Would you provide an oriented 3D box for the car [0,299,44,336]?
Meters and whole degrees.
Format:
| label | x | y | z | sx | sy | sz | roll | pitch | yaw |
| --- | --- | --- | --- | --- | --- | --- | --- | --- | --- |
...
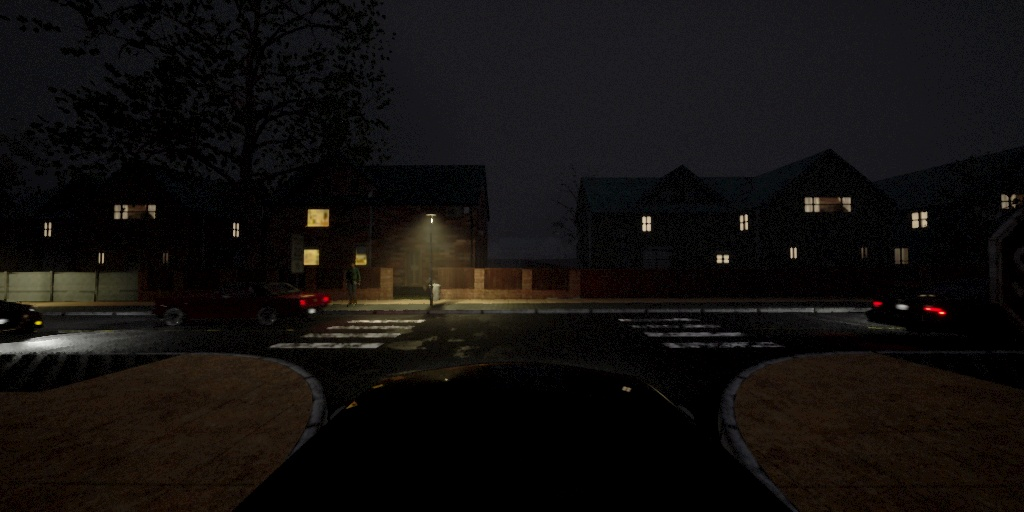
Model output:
| label | x | y | z | sx | sy | sz | roll | pitch | yaw |
| --- | --- | --- | --- | --- | --- | --- | --- | --- | --- |
| car | -14.644 | 1.469 | 8.932 | 4.181 | 1.385 | 1.994 | -1 | -1 | 2 |

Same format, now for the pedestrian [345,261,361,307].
| label | x | y | z | sx | sy | sz | roll | pitch | yaw |
| --- | --- | --- | --- | --- | --- | --- | --- | --- | --- |
| pedestrian | -6.494 | 1.112 | 14.575 | 0.375 | 1.860 | 0.375 | 0 | -1 | 2 |

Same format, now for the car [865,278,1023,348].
| label | x | y | z | sx | sy | sz | roll | pitch | yaw |
| --- | --- | --- | --- | --- | --- | --- | --- | --- | --- |
| car | 11.490 | 1.205 | 8.196 | 5.357 | 1.411 | 2.033 | 0 | -1 | 2 |

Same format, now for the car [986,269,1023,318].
| label | x | y | z | sx | sy | sz | roll | pitch | yaw |
| --- | --- | --- | --- | --- | --- | --- | --- | --- | --- |
| car | 18.441 | 1.167 | 10.955 | 4.902 | 1.511 | 2.128 | 0 | -1 | 2 |

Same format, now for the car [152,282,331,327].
| label | x | y | z | sx | sy | sz | roll | pitch | yaw |
| --- | --- | --- | --- | --- | --- | --- | --- | --- | --- |
| car | -8.696 | 1.519 | 11.715 | 4.718 | 1.301 | 1.895 | -1 | -1 | 2 |
